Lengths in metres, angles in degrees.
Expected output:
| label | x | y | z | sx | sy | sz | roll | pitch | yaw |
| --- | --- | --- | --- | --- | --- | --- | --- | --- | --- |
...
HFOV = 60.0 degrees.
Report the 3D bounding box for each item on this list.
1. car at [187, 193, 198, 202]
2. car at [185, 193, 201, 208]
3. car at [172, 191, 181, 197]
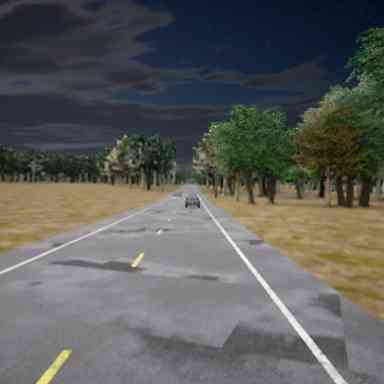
| label | x | y | z | sx | sy | sz | roll | pitch | yaw |
| --- | --- | --- | --- | --- | --- | --- | --- | --- | --- |
| car | 0.078 | 0.974 | 61.935 | 2.033 | 1.411 | 5.357 | 0 | 1 | 0 |
| car | 0.085 | 1.200 | 43.695 | 2.128 | 1.511 | 4.902 | 0 | 1 | 0 |
| car | -3.525 | 0.524 | 78.731 | 1.994 | 1.385 | 4.181 | 0 | 2 | 0 |
